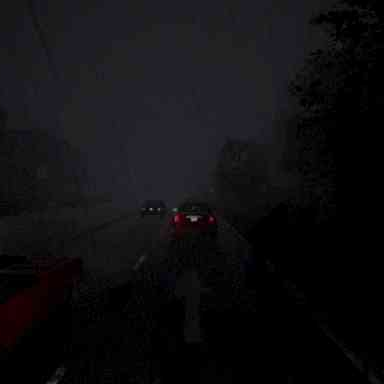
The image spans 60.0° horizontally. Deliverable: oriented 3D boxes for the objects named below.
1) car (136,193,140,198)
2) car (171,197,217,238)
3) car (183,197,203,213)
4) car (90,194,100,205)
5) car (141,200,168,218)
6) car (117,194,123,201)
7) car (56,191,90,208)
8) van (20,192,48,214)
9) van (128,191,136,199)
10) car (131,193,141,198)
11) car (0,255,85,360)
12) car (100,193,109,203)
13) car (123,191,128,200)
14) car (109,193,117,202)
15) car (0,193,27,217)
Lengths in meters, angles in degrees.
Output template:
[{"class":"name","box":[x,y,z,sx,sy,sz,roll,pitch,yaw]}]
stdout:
[{"class":"car","box":[-15.570,0.946,86.960,2.163,1.488,4.792,0,0,0]},{"class":"car","box":[0.098,1.244,17.031,2.097,1.767,4.553,0,0,0]},{"class":"car","box":[0.099,1.288,34.502,1.837,1.490,4.892,0,0,0]},{"class":"car","box":[-15.473,1.151,48.194,2.097,1.535,5.008,0,0,0]},{"class":"car","box":[-3.151,1.370,28.211,2.033,1.411,5.357,0,0,0]},{"class":"car","box":[-15.513,0.925,64.795,2.185,1.767,4.553,0,0,0]},{"class":"car","box":[-15.459,0.933,42.759,2.435,2.045,5.566,0,0,0]},{"class":"van","box":[-15.431,1.027,31.496,1.878,1.987,4.442,0,0,0]},{"class":"van","box":[-15.554,0.725,81.346,1.878,1.987,4.442,0,0,0]},{"class":"car","box":[-15.600,0.923,92.456,2.002,1.452,4.674,-2,0,0]},{"class":"car","box":[-3.157,1.570,4.838,1.895,1.301,4.718,0,0,0]},{"class":"car","box":[-15.487,1.119,53.720,2.231,1.521,4.892,0,0,0]},{"class":"car","box":[-15.527,1.057,70.417,2.002,1.452,4.674,0,0,0]},{"class":"car","box":[-15.500,0.959,59.269,2.185,1.767,4.553,0,0,0]},{"class":"car","box":[-15.418,1.159,26.119,2.185,1.767,4.553,0,0,0]}]
